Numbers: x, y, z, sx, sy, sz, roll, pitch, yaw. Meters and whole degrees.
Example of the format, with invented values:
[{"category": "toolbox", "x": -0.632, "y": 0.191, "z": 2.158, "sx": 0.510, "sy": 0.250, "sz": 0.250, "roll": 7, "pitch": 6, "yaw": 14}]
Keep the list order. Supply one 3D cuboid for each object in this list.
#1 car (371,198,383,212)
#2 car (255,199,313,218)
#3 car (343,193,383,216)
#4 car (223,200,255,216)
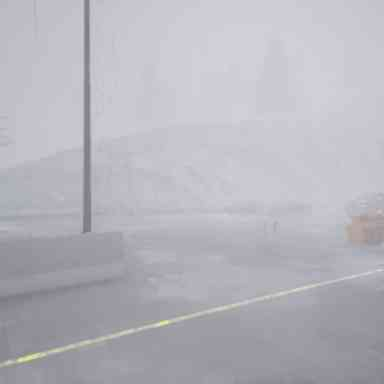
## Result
[{"category": "car", "x": 16.304, "y": 1.404, "z": 25.359, "sx": 4.892, "sy": 1.490, "sz": 1.837, "roll": 0, "pitch": 0, "yaw": -27}, {"category": "car", "x": 8.423, "y": 1.378, "z": 29.208, "sx": 4.902, "sy": 1.511, "sz": 2.128, "roll": 0, "pitch": 0, "yaw": -27}, {"category": "car", "x": 15.813, "y": 1.107, "z": 29.032, "sx": 5.566, "sy": 2.045, "sz": 2.150, "roll": 0, "pitch": 0, "yaw": -26}, {"category": "car", "x": 4.959, "y": 1.445, "z": 31.319, "sx": 4.181, "sy": 1.385, "sz": 1.994, "roll": 0, "pitch": 0, "yaw": -28}]
